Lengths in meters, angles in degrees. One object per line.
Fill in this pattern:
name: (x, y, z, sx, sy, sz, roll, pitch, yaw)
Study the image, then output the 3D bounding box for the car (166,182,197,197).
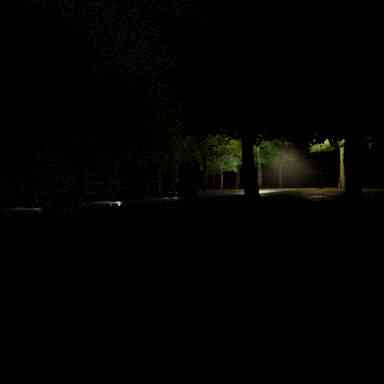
car: (-1.461, -0.383, 49.374, 2.150, 2.045, 5.566, -1, 2, 37)

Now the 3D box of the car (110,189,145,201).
car: (-7.888, 0.324, 41.023, 1.812, 1.442, 4.674, -1, 2, 37)

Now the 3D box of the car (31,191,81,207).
car: (-13.652, 0.676, 33.551, 1.837, 1.490, 4.892, -1, 2, 38)
